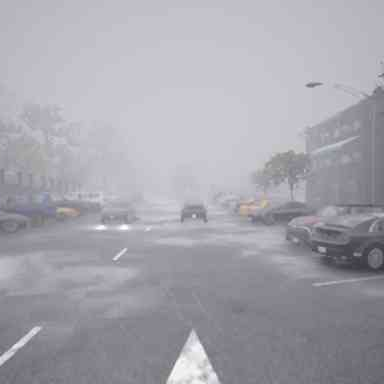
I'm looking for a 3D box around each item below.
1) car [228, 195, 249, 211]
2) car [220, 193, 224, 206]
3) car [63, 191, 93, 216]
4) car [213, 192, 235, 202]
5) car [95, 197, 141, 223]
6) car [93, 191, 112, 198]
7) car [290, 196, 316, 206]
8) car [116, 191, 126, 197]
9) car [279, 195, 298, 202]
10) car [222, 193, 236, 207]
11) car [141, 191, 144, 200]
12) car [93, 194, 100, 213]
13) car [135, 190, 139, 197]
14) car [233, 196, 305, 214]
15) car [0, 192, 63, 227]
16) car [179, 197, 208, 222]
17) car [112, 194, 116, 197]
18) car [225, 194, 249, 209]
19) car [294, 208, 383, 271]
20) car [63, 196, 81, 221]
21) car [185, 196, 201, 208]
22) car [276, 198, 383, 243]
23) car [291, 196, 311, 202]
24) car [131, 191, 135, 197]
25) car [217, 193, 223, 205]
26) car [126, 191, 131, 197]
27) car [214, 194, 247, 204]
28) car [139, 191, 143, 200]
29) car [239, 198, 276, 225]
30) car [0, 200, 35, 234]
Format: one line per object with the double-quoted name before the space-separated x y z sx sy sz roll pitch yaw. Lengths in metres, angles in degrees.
"car" 6.026 1.264 28.151 5.008 1.535 2.097 1 0 -20
"car" 6.059 1.223 37.047 4.792 1.488 2.163 1 0 -20
"car" -10.892 1.029 26.024 5.566 2.045 2.435 -1 0 -20
"car" 5.871 1.141 42.879 5.366 1.575 1.946 1 1 -20
"car" -5.078 1.319 23.481 1.837 1.490 4.892 0 0 0
"car" -10.949 0.982 32.052 5.566 2.045 2.435 -1 1 -20
"car" 22.527 1.758 67.535 1.946 1.575 5.366 2 1 -21
"car" -10.888 0.933 38.118 5.566 2.045 2.435 -1 0 -20
"car" 24.779 1.727 85.871 2.231 1.521 4.892 2 -1 -21
"car" 6.029 1.217 34.080 5.008 1.535 2.097 1 1 -20
"car" -10.919 0.789 56.220 5.566 2.045 2.435 -1 1 -20
"car" -10.905 1.258 29.033 4.892 1.521 2.231 -1 1 -20
"car" -10.872 0.962 50.203 4.553 1.767 2.185 -1 1 -20
"car" 6.193 1.286 25.267 5.366 1.575 1.946 1 0 -20
"car" -10.957 1.078 19.961 5.566 2.045 2.435 -1 1 -20
"car" 0.123 1.313 24.431 1.837 1.490 4.892 0 1 0
"car" -10.884 1.238 35.097 4.792 1.488 2.163 -1 0 -20
"car" 6.200 1.239 31.184 5.366 1.575 1.946 1 0 -20
"car" 6.010 1.406 10.395 4.892 1.521 2.231 1 0 -20
"car" -10.750 1.299 23.063 5.366 1.575 1.946 -1 0 -20
"car" 0.140 1.265 42.359 1.895 1.301 4.718 0 0 0
"car" 6.044 1.257 13.369 4.553 1.767 2.185 1 1 -20
"car" 28.171 1.831 85.901 2.231 1.521 4.892 2 0 -21
"car" -10.935 0.987 47.165 4.553 1.767 2.185 -1 0 -20
"car" 6.040 1.171 39.996 4.892 1.521 2.231 1 1 -20
"car" -10.932 1.011 44.138 4.553 1.767 2.185 -1 0 -20
"car" 6.049 1.115 51.824 4.674 1.452 2.002 1 0 -20
"car" -10.904 1.065 53.218 4.892 1.521 2.231 -1 0 -20
"car" 5.997 1.341 22.221 4.792 1.488 2.163 1 1 -20
"car" -10.899 1.382 16.962 4.792 1.488 2.163 -1 0 -20
